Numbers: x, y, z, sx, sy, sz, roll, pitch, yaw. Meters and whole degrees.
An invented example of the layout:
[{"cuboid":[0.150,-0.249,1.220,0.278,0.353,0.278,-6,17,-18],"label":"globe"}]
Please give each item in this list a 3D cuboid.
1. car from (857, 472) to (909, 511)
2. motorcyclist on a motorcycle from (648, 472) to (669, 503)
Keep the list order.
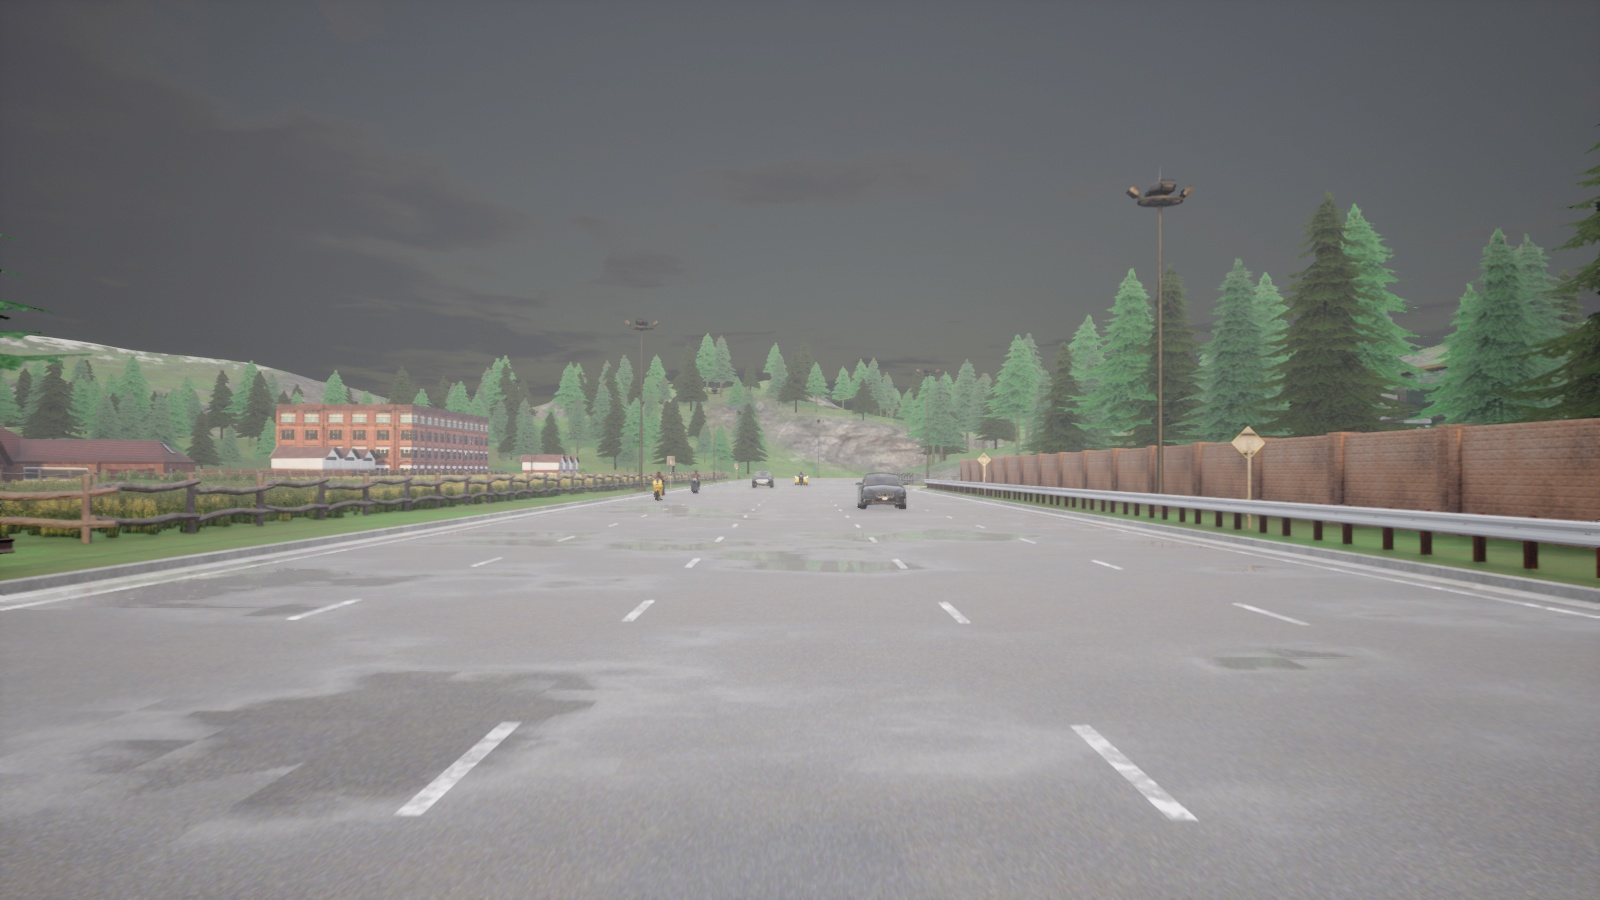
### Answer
[{"cuboid":[3.385,1.674,51.954,1.837,1.490,4.892,0,-1,0],"label":"car"},{"cuboid":[-7.080,1.879,62.965,0.797,1.523,2.044,0,-1,0],"label":"motorcyclist on a motorcycle"}]
